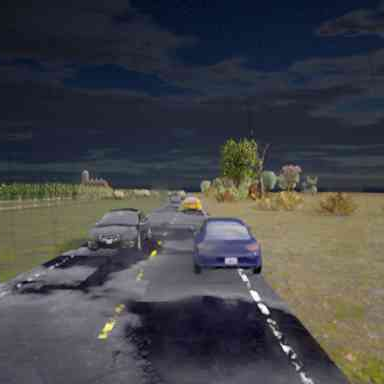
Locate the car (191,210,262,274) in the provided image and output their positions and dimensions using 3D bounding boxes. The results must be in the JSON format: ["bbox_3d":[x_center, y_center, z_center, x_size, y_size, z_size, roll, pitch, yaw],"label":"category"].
[{"bbox_3d":[0.951,1.508,10.386,1.812,1.442,4.674,0,0,0],"label":"car"}]

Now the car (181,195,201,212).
[{"bbox_3d":[0.026,1.413,37.830,1.882,1.535,5.008,0,0,0],"label":"car"}]

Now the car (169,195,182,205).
[{"bbox_3d":[-2.887,1.409,57.285,1.837,1.490,4.892,0,0,0],"label":"car"}]

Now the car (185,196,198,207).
[{"bbox_3d":[-0.036,1.393,49.394,1.882,1.535,5.008,0,0,1],"label":"car"}]

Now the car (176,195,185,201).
[{"bbox_3d":[-2.857,1.422,85.384,2.033,1.411,5.357,0,0,0],"label":"car"}]

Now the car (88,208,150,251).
[{"bbox_3d":[-2.867,1.481,13.930,1.837,1.490,4.892,0,0,0],"label":"car"}]
